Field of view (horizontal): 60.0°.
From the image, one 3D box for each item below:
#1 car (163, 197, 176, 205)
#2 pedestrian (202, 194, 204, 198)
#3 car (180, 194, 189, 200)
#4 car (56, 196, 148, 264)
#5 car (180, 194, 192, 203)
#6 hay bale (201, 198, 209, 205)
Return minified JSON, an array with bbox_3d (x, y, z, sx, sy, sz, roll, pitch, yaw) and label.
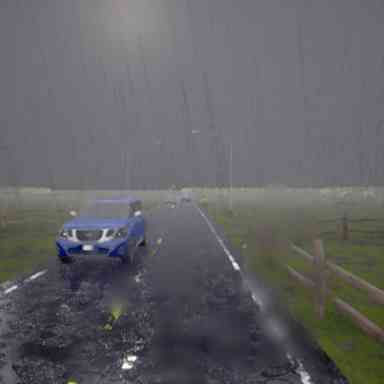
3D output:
[{"bbox_3d":[-3.715,1.463,55.291,1.994,1.385,4.181,0,0,-1],"label":"car"},{"bbox_3d":[1.856,1.186,57.438,0.375,1.860,0.375,0,1,0],"label":"pedestrian"},{"bbox_3d":[-1.858,1.242,81.895,2.128,1.511,4.902,0,0,-2],"label":"car"},{"bbox_3d":[-2.926,1.205,12.096,2.150,2.045,5.566,0,0,0],"label":"car"},{"bbox_3d":[-1.187,1.230,64.494,2.097,1.767,4.553,0,0,-2],"label":"car"},{"bbox_3d":[2.196,1.550,56.277,1.220,1.180,1.240,0,1,-2],"label":"hay bale"}]
